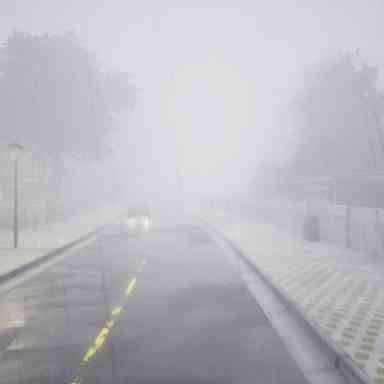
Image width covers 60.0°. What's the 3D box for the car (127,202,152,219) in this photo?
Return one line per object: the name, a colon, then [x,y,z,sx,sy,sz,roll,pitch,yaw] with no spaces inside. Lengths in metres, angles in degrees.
car: [-4.435,1.530,28.510,1.994,1.385,4.181,0,0,-7]
